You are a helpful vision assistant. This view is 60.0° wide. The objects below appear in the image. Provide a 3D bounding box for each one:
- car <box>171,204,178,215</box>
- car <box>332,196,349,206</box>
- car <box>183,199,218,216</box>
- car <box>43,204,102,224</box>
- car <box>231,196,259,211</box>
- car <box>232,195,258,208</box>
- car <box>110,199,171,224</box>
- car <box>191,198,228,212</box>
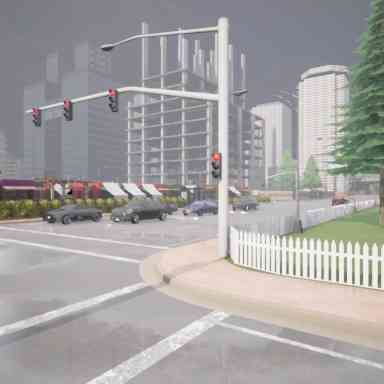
[{"bbox_3d":[-3.524,1.547,32.122,2.033,1.411,5.357,0,0,34],"label":"car"},{"bbox_3d":[23.981,1.478,53.722,1.882,1.535,5.008,0,0,34],"label":"car"},{"bbox_3d":[0.959,1.526,32.484,1.812,1.442,4.674,0,0,34],"label":"car"},{"bbox_3d":[-8.699,1.564,24.463,1.994,1.385,4.181,0,0,34],"label":"car"},{"bbox_3d":[6.587,1.505,40.815,1.837,1.490,4.892,0,0,34],"label":"car"},{"bbox_3d":[7.810,1.353,48.822,2.097,1.767,4.553,0,0,34],"label":"car"},{"bbox_3d":[-3.986,1.352,25.185,2.097,1.767,4.553,0,0,34],"label":"car"},{"bbox_3d":[2.180,1.547,40.560,2.033,1.411,5.357,0,0,34],"label":"car"}]
